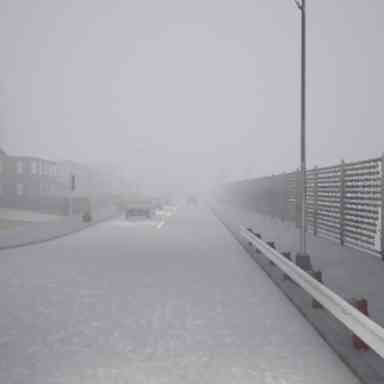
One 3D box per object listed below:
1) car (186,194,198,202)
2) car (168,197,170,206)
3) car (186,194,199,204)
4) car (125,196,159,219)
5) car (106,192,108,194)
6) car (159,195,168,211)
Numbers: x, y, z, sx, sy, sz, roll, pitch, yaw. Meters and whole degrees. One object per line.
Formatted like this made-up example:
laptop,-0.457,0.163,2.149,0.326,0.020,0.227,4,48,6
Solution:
car,0.004,1.055,62.862,2.033,1.411,5.357,0,0,0
car,-4.055,1.177,47.187,2.033,1.411,5.357,0,0,0
car,0.108,1.138,52.234,2.033,1.411,5.357,0,0,-1
car,-4.098,1.265,27.012,1.882,1.535,5.008,0,0,0
car,-17.273,0.644,62.443,3.633,1.501,1.845,0,0,0
car,-4.089,1.217,36.730,1.837,1.490,4.892,0,0,0
